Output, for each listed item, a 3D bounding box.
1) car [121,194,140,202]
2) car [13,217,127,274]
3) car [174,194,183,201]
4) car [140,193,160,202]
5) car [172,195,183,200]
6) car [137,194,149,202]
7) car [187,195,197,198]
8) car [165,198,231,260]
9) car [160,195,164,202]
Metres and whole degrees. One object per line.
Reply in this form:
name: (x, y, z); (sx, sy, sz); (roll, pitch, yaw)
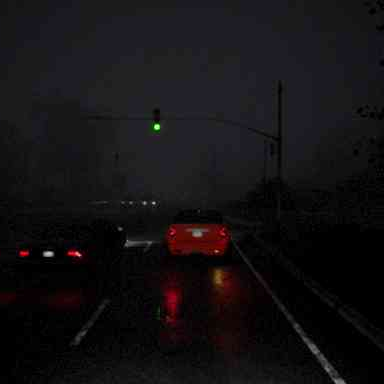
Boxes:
car: (-10.549, 0.987, 56.285); (2.033, 1.411, 5.357); (0, -1, 1)
car: (-3.424, 1.504, 10.453); (2.033, 1.411, 5.357); (0, 1, 0)
car: (-3.493, 1.502, 87.026); (2.097, 1.767, 4.553); (0, -2, 0)
car: (-7.052, 0.947, 56.416); (1.837, 1.490, 4.892); (0, -1, 0)
car: (-3.494, 1.612, 77.056); (1.895, 1.301, 4.718); (0, -2, 0)
car: (-10.494, 1.356, 71.945); (1.882, 1.535, 5.008); (0, -2, 0)
car: (0.006, 1.503, 76.612); (1.837, 1.490, 4.892); (0, -2, 0)
car: (0.346, 1.283, 12.363); (2.097, 1.767, 4.553); (0, 1, 5)
car: (-6.994, 1.417, 71.908); (2.033, 1.411, 5.357); (0, -2, 0)
